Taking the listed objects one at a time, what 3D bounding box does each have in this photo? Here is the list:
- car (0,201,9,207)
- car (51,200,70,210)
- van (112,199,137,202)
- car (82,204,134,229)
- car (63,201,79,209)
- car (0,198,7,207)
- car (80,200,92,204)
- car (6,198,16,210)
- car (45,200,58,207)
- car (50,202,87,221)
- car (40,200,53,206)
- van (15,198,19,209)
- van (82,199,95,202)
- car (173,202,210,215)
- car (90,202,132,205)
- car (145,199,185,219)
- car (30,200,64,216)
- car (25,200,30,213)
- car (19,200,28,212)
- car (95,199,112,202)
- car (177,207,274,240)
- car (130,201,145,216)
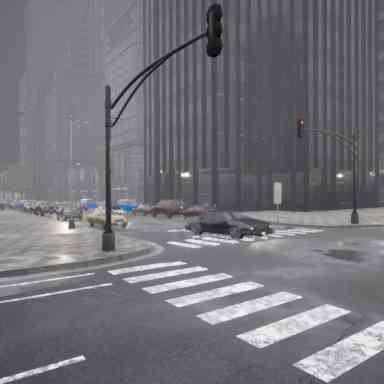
[{"bbox_3d":[-44.356,2.772,78.073,1.802,1.307,4.206,-1,0,-35],"label":"car"},{"bbox_3d":[-23.018,2.271,57.971,1.882,1.535,5.008,0,-1,-35],"label":"car"},{"bbox_3d":[-8.224,1.833,41.903,1.690,1.788,3.998,-1,0,-35],"label":"van"},{"bbox_3d":[-6.266,1.843,24.382,1.752,1.417,4.829,-1,0,-35],"label":"car"},{"bbox_3d":[-22.656,2.407,62.219,1.802,1.307,4.206,-1,0,-35],"label":"car"},{"bbox_3d":[-41.246,2.668,73.687,1.887,1.381,4.507,-1,0,-35],"label":"car"},{"bbox_3d":[-17.035,2.257,49.589,1.895,1.301,4.718,0,-1,-35],"label":"car"},{"bbox_3d":[-31.913,2.354,60.529,1.967,1.590,4.097,-1,0,-35],"label":"car"},{"bbox_3d":[-31.686,2.596,74.947,1.947,1.339,4.313,-1,0,-35],"label":"car"},{"bbox_3d":[-12.018,2.004,32.490,2.008,1.369,4.403,-1,0,-35],"label":"car"},{"bbox_3d":[-34.697,2.661,79.191,1.947,1.339,4.313,-1,0,-35],"label":"car"},{"bbox_3d":[-26.158,2.123,52.414,1.690,1.788,3.998,-1,0,-35],"label":"van"},{"bbox_3d":[-17.040,2.038,54.360,1.690,1.788,3.998,-1,0,-35],"label":"van"},{"bbox_3d":[0.597,1.828,29.446,1.887,1.381,4.507,-1,0,-35],"label":"car"},{"bbox_3d":[-7.598,1.915,30.878,1.812,1.442,4.674,0,0,-35],"label":"car"},{"bbox_3d":[-2.347,1.668,33.598,2.192,1.841,5.009,-1,0,-35],"label":"car"},{"bbox_3d":[-17.677,1.901,40.460,2.192,1.841,5.009,-1,0,-35],"label":"car"},{"bbox_3d":[-20.499,2.196,44.444,1.887,1.381,4.507,-1,0,-35],"label":"car"},{"bbox_3d":[-23.328,2.157,48.429,1.967,1.590,4.097,-1,0,-35],"label":"car"},{"bbox_3d":[-11.163,1.875,46.055,2.192,1.841,5.009,-1,0,-35],"label":"car"},{"bbox_3d":[1.763,1.694,18.028,2.033,1.411,5.357,0,-2,-39],"label":"car"},{"bbox_3d":[-5.279,2.004,37.750,1.802,1.307,4.206,-1,0,-35],"label":"car"}]
